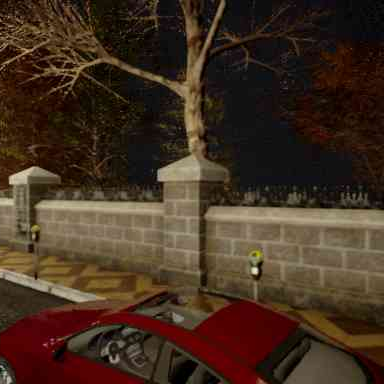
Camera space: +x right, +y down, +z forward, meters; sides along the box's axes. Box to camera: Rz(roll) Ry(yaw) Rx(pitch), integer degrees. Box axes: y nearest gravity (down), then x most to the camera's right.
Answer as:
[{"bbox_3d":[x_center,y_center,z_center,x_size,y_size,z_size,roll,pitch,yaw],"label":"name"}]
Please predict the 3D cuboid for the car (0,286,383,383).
[{"bbox_3d":[-0.212,1.573,3.032,4.206,1.307,1.802,0,0,35],"label":"car"}]
